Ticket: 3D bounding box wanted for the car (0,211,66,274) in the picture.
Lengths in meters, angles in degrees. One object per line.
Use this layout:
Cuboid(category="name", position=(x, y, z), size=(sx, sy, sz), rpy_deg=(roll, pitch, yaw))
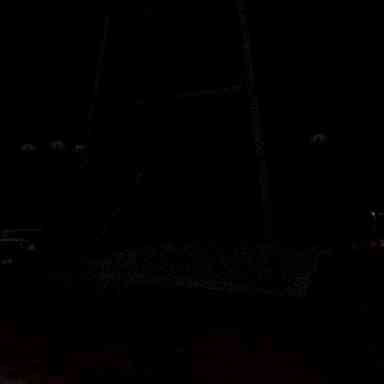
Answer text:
Cuboid(category="car", position=(-5.701, 1.645, 11.550), size=(1.905, 1.878, 3.866), rpy_deg=(-1, -1, -8))
